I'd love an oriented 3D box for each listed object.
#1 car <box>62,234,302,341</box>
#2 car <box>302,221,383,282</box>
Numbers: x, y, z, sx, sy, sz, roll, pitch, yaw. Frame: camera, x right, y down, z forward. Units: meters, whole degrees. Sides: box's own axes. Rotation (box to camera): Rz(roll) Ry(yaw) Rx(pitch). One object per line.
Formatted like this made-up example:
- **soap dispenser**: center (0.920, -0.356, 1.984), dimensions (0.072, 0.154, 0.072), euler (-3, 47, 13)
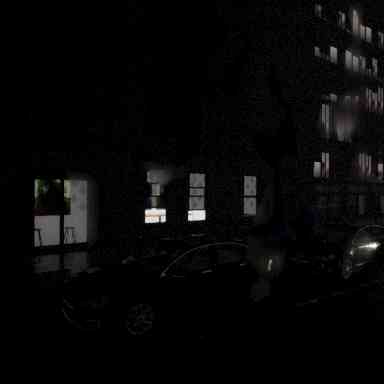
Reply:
- **car**: center (-0.162, 1.551, 6.420), dimensions (4.403, 1.369, 2.008), euler (0, 0, -35)
- **car**: center (4.473, 1.550, 9.696), dimensions (4.403, 1.369, 2.008), euler (0, 0, -35)
